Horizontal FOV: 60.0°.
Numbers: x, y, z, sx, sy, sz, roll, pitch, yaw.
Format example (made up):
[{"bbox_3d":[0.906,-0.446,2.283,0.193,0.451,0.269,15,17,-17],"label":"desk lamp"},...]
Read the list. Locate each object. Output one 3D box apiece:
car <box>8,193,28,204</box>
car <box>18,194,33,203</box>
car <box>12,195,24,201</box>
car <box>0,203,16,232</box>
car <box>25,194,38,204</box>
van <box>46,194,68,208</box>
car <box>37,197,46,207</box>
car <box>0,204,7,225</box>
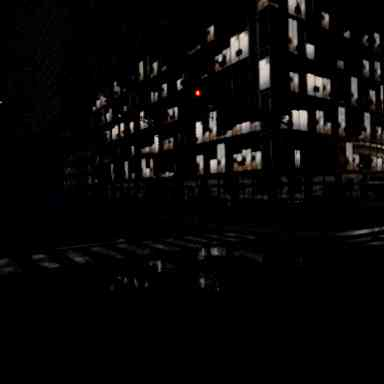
[{"bbox_3d":[-29.693,1.348,56.543,1.882,1.535,5.008,-2,1,-34],"label":"car"},{"bbox_3d":[-33.259,1.249,66.373,1.967,1.590,4.097,-1,1,-34],"label":"car"},{"bbox_3d":[-39.665,1.360,75.764,2.008,1.369,4.403,-1,1,-34],"label":"car"},{"bbox_3d":[-11.450,1.565,19.326,1.947,1.339,4.313,-1,1,-34],"label":"car"},{"bbox_3d":[-26.849,1.390,56.986,1.802,1.307,4.206,-1,1,-34],"label":"car"},{"bbox_3d":[-17.241,1.145,42.899,1.690,1.788,3.998,-1,1,-34],"label":"van"},{"bbox_3d":[-20.442,1.388,47.596,1.802,1.307,4.206,-1,1,-34],"label":"car"},{"bbox_3d":[-14.640,1.584,24.033,1.802,1.307,4.206,-1,1,-34],"label":"car"}]
